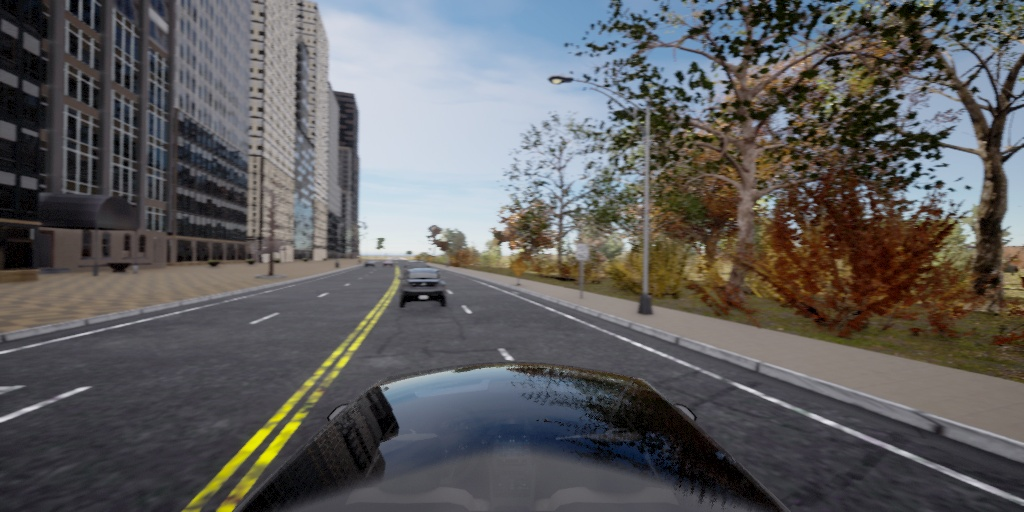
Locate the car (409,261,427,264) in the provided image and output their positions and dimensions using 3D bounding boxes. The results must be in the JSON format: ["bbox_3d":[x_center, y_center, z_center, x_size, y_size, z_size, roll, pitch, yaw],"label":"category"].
[{"bbox_3d":[-7.958,1.205,30.186,2.097,1.767,4.553,1,-1,-16],"label":"car"}]

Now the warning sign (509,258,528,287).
[{"bbox_3d":[0.409,1.024,23.088,1.300,1.860,1.060,0,0,-15],"label":"warning sign"}]

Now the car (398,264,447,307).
[{"bbox_3d":[-3.957,1.312,15.914,1.837,1.490,4.892,1,0,-15],"label":"car"}]
